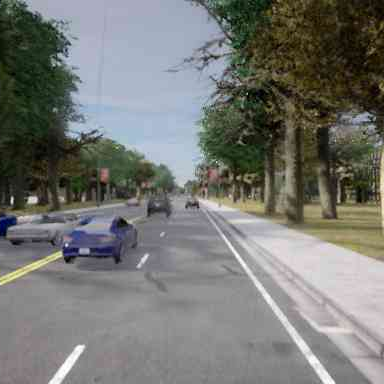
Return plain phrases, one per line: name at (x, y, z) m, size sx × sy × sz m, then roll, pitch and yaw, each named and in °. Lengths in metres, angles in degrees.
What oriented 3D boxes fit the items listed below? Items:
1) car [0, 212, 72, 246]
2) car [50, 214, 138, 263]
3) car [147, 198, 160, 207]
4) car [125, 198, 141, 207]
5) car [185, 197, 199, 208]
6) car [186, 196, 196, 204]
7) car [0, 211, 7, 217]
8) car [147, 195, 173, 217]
car at (-6.595, 1.658, 15.618) m, size 1.895 × 1.301 × 4.718 m, roll 0°, pitch 0°, yaw 0°
car at (-3.146, 1.569, 12.031) m, size 1.812 × 1.442 × 4.674 m, roll 0°, pitch 0°, yaw 0°
car at (-6.633, 1.826, 57.901) m, size 1.812 × 1.442 × 4.674 m, roll 0°, pitch 0°, yaw 0°
car at (-9.886, 1.813, 56.262) m, size 1.812 × 1.442 × 4.674 m, roll 0°, pitch 0°, yaw 0°
car at (0.036, 1.614, 52.730) m, size 2.097 × 1.767 × 4.553 m, roll 0°, pitch 0°, yaw 0°
car at (-0.205, 1.771, 72.902) m, size 2.097 × 1.767 × 4.553 m, roll 0°, pitch 0°, yaw -1°
car at (-9.845, 1.532, 14.997) m, size 1.882 × 1.535 × 5.008 m, roll 0°, pitch 0°, yaw 0°
car at (-3.161, 1.360, 33.263) m, size 2.150 × 2.045 × 5.566 m, roll 0°, pitch 0°, yaw -1°
